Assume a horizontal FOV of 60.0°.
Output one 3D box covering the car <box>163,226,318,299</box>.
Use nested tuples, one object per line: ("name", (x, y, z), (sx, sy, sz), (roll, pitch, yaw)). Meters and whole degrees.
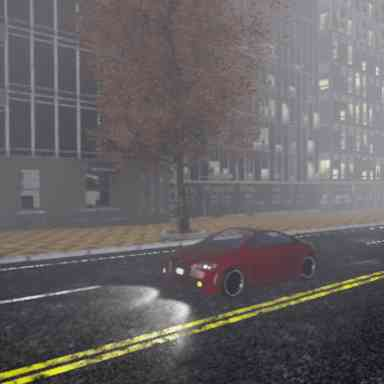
("car", (1.365, 1.612, 8.633), (4.181, 1.385, 1.994), (1, 0, -35))
